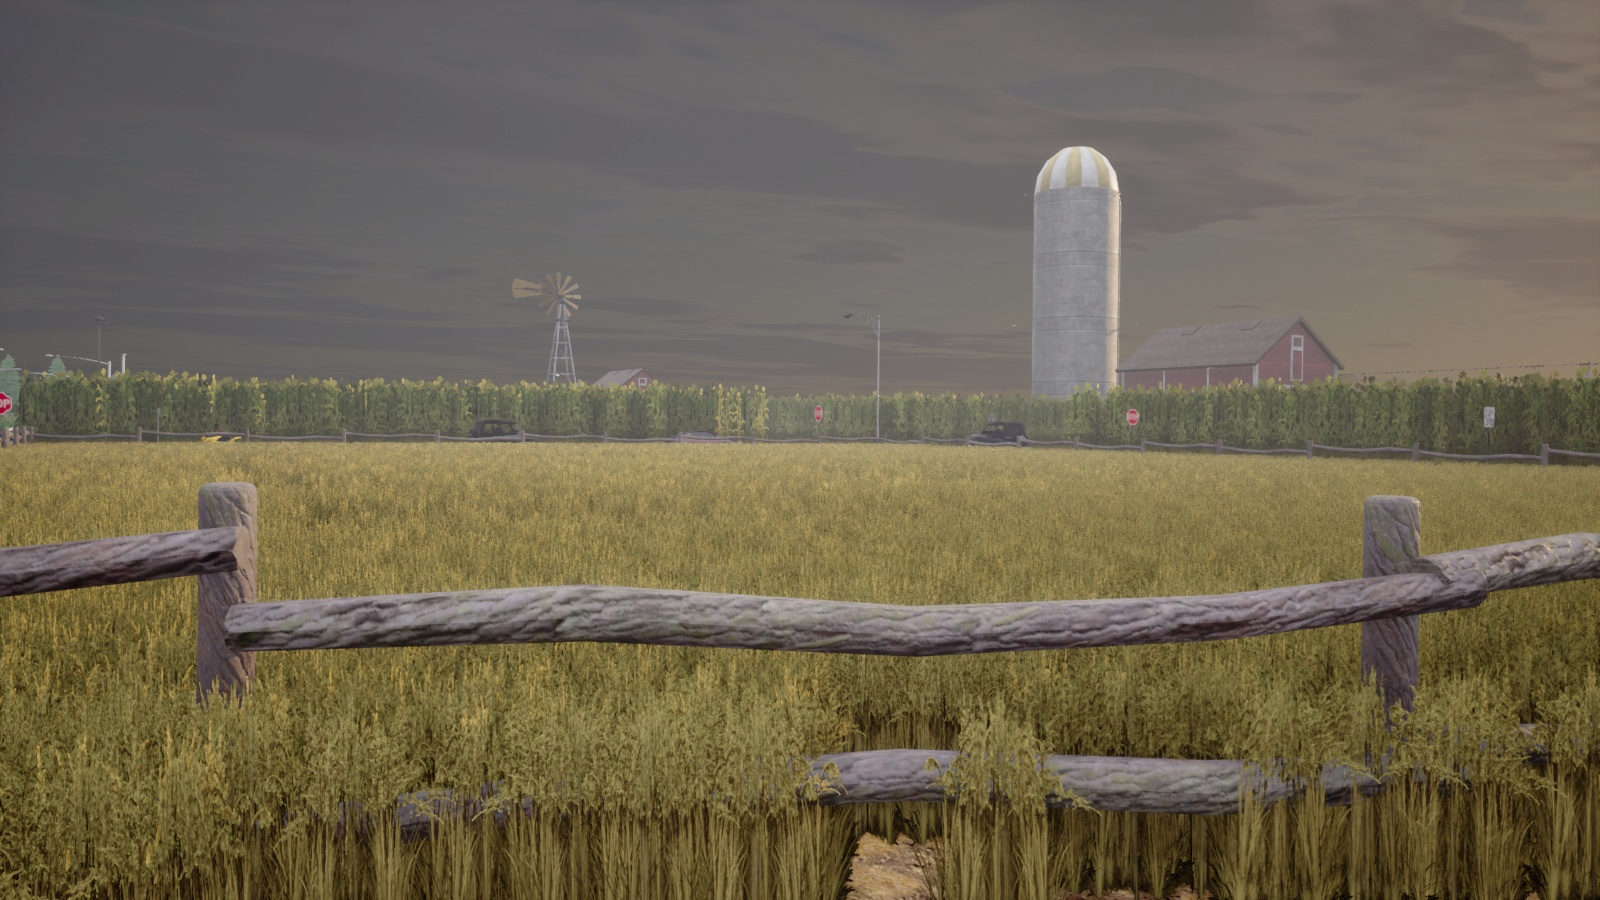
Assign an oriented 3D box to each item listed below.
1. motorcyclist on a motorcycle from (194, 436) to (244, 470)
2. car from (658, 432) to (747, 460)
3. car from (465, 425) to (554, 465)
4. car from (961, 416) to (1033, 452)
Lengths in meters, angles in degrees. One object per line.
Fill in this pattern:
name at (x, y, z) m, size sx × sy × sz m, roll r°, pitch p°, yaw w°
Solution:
motorcyclist on a motorcycle at (-26.990, 0.125, 58.382) m, size 2.044 × 1.523 × 0.797 m, roll -1°, pitch 1°, yaw -28°
car at (-5.147, -0.230, 66.330) m, size 4.181 × 1.385 × 1.994 m, roll -2°, pitch 1°, yaw -27°
car at (-14.236, -0.266, 61.562) m, size 3.866 × 1.878 × 1.905 m, roll -1°, pitch 1°, yaw -28°
car at (10.700, -0.875, 68.433) m, size 1.905 × 1.878 × 3.866 m, roll -1°, pitch 1°, yaw -30°
